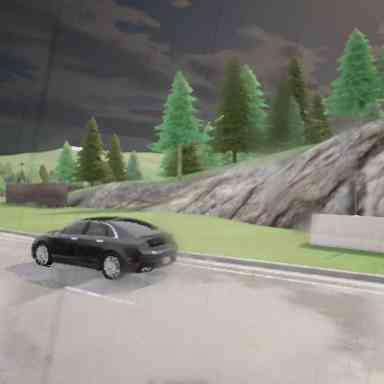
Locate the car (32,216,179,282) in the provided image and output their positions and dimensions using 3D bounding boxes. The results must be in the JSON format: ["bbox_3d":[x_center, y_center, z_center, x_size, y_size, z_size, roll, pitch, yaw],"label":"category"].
[{"bbox_3d":[-2.670,1.475,9.725,4.892,1.490,1.837,0,0,33],"label":"car"}]
